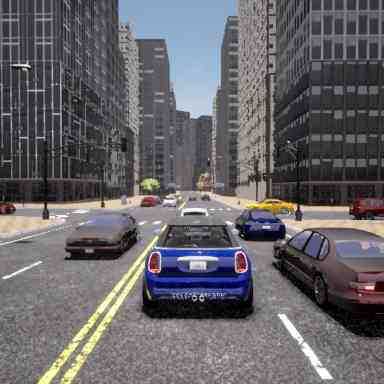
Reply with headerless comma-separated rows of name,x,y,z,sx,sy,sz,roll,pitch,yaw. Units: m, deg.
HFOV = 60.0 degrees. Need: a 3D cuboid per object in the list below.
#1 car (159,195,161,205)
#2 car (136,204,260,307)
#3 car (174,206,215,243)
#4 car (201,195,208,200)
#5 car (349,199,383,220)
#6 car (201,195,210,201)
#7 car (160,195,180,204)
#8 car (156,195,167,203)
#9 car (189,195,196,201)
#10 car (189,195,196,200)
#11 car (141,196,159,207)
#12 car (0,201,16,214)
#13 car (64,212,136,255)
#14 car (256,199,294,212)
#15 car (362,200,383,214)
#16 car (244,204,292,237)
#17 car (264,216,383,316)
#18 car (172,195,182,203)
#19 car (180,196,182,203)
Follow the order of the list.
car,-6.476,1.500,59.952,2.033,1.411,5.357,0,0,0
car,0.113,1.348,8.131,2.097,1.767,4.553,0,0,0
car,0.128,1.517,16.988,1.812,1.442,4.674,0,0,0
car,3.403,1.504,90.454,1.895,1.301,4.718,0,0,0
car,16.249,1.519,28.779,5.009,1.841,2.192,1,0,1
car,3.386,1.425,80.431,1.837,1.490,4.892,0,0,0
car,-3.258,1.490,49.776,1.812,1.442,4.674,0,0,0
car,-6.383,1.417,70.322,1.882,1.535,5.008,0,0,0
car,0.134,1.451,79.797,2.128,1.511,4.902,0,0,0
car,0.152,1.450,90.016,2.033,1.411,5.357,0,0,0
car,-6.507,1.442,50.025,1.882,1.535,5.008,0,0,0
car,-19.339,1.408,32.013,4.181,1.385,1.994,1,1,1
car,-3.334,1.541,13.493,2.033,1.411,5.357,0,0,0
car,7.996,1.515,34.717,5.008,1.535,1.882,1,1,1
car,21.872,1.643,37.056,4.829,1.417,1.752,1,0,1
car,3.377,1.555,17.030,1.994,1.385,4.181,0,0,0
car,3.363,1.544,7.791,2.033,1.411,5.357,0,0,0
car,-3.134,1.418,69.683,1.882,1.535,5.008,0,0,0
car,-3.227,1.501,59.467,2.033,1.411,5.357,0,0,0
